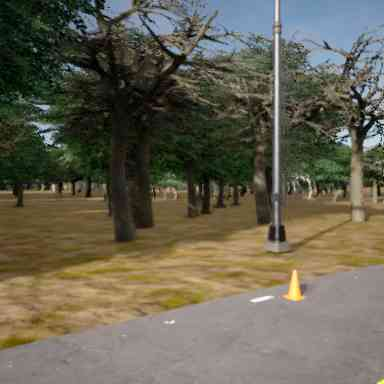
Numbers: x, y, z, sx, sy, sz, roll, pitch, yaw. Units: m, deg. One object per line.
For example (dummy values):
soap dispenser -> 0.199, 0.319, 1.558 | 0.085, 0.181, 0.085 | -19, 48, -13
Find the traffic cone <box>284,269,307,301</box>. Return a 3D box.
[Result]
traffic cone -> 2.187, 1.943, 7.060 | 0.340, 0.580, 0.340 | 0, 0, -33
